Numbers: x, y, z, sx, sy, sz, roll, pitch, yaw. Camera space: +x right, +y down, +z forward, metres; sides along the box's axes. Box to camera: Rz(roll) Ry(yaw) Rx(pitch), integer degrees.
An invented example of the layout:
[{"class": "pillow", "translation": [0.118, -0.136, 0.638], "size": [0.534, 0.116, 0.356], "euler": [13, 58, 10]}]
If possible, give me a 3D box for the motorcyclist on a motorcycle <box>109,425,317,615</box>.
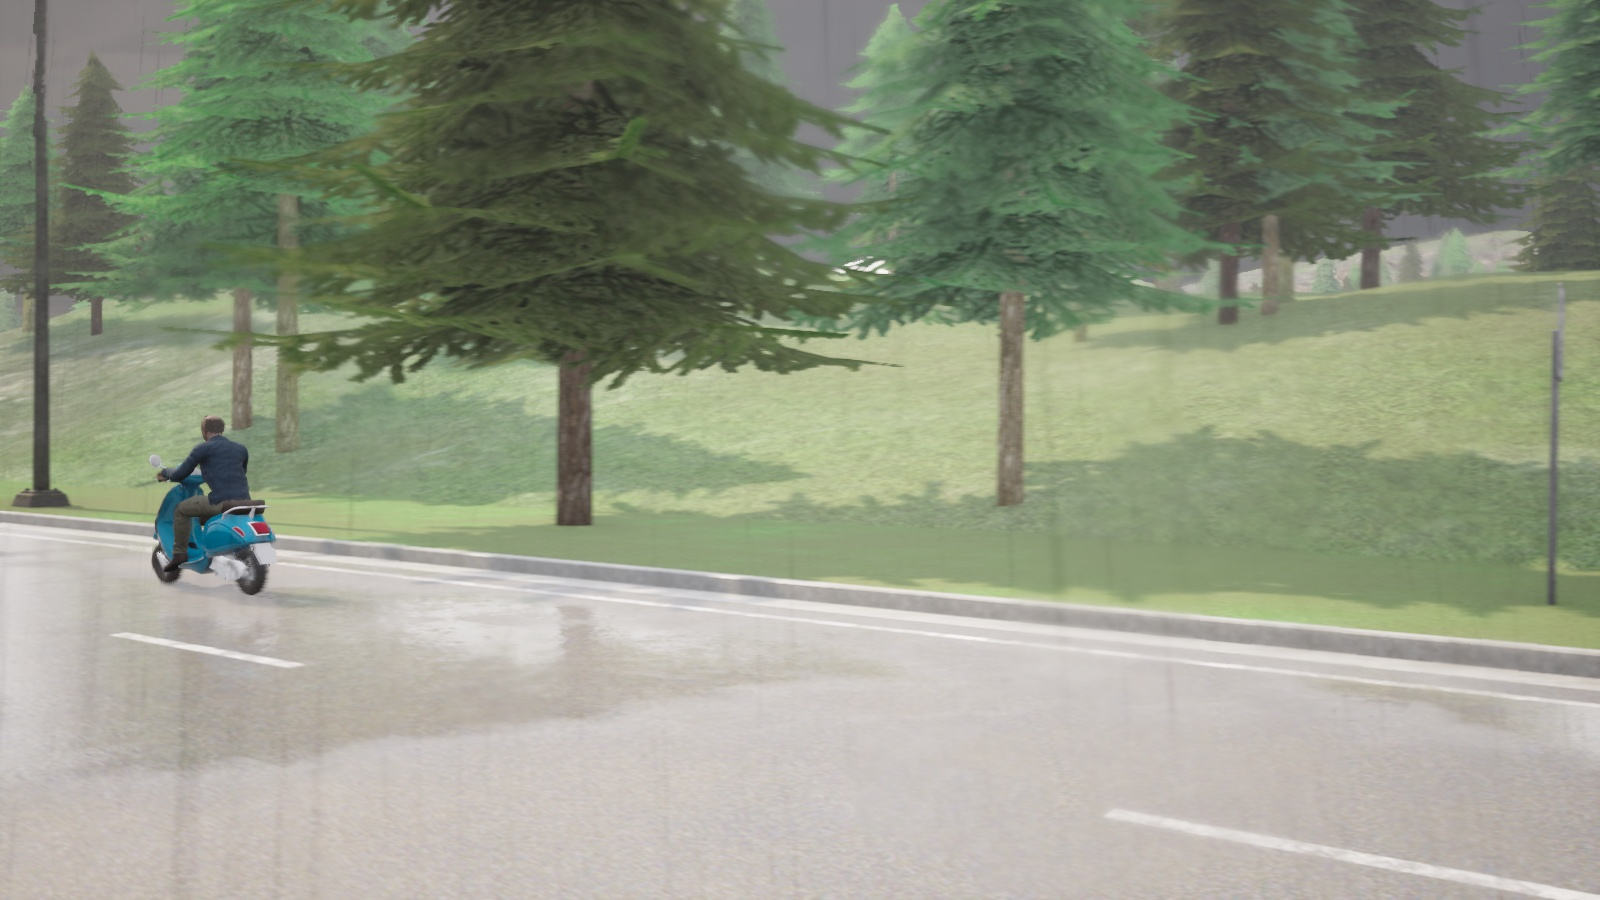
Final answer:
[{"class": "motorcyclist on a motorcycle", "translation": [-5.318, 0.578, 11.358], "size": [1.817, 1.590, 0.866], "euler": [0, 1, 34]}]
